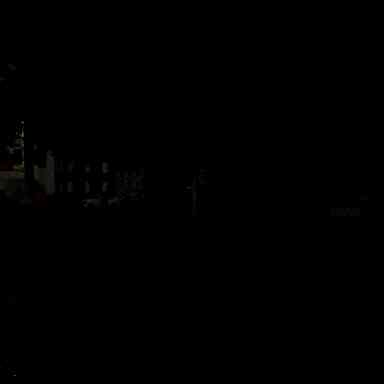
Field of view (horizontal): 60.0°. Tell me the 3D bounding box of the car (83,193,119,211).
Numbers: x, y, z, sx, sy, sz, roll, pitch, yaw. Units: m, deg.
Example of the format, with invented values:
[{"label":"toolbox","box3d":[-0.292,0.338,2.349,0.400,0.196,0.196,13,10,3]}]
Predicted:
[{"label":"car","box3d":[-11.132,1.183,39.177,2.150,2.045,5.566,0,0,36]}]
